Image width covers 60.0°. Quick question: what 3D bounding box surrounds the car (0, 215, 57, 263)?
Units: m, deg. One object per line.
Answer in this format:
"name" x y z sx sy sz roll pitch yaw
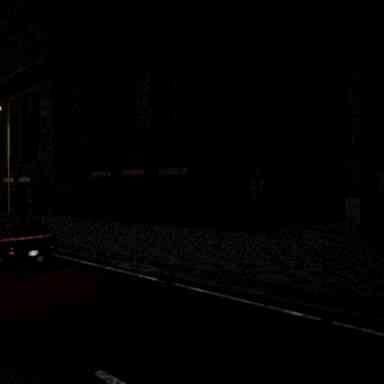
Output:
"car" -6.317 1.514 10.953 4.902 1.511 2.128 0 0 40
